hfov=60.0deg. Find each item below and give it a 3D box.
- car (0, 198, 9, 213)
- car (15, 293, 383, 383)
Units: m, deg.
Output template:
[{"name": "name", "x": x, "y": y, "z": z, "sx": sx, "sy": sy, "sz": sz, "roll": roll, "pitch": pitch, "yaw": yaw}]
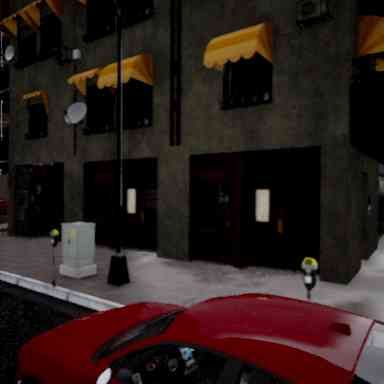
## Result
[{"name": "car", "x": -17.483, "y": 1.279, "z": 29.544, "sx": 1.887, "sy": 1.381, "sz": 4.507, "roll": 2, "pitch": 2, "yaw": 35}, {"name": "car", "x": 0.364, "y": 1.545, "z": 2.605, "sx": 4.507, "sy": 1.381, "sz": 1.887, "roll": 0, "pitch": 1, "yaw": 36}]
